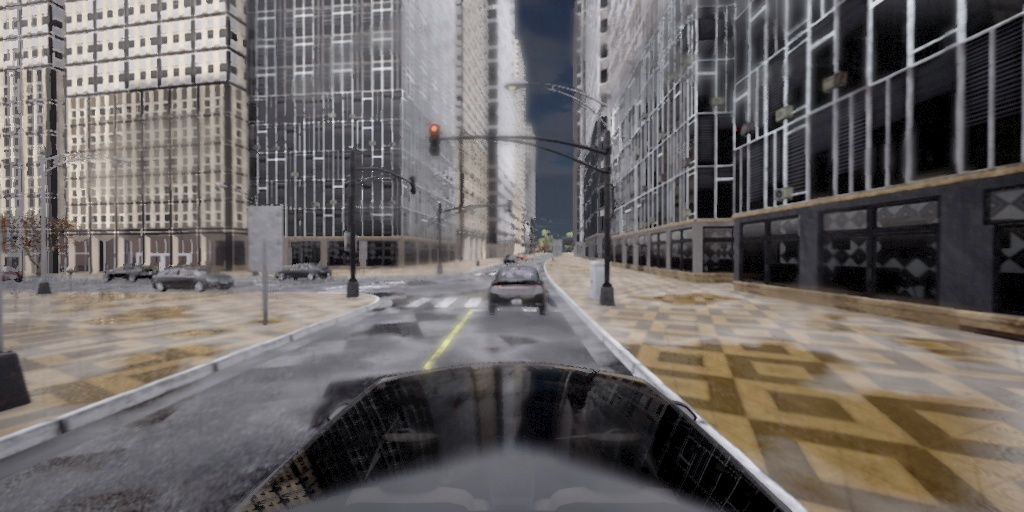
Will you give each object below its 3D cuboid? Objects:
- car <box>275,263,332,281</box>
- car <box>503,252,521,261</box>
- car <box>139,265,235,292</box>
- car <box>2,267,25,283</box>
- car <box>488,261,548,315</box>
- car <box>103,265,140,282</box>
[{"bbox_3d":[-16.564,1.233,28.539,4.403,1.370,2.007,0,0,10],"label":"car"},{"bbox_3d":[-0.199,0.502,53.763,1.837,1.490,4.892,0,1,6],"label":"car"},{"bbox_3d":[-17.957,1.303,20.275,4.403,1.370,2.007,0,0,10],"label":"car"},{"bbox_3d":[-44.133,1.646,30.503,4.674,1.442,1.812,-1,0,10],"label":"car"},{"bbox_3d":[0.228,1.090,12.754,2.128,1.511,4.902,0,1,2],"label":"car"},{"bbox_3d":[-33.202,1.500,31.349,4.313,1.339,1.948,0,0,10],"label":"car"}]
